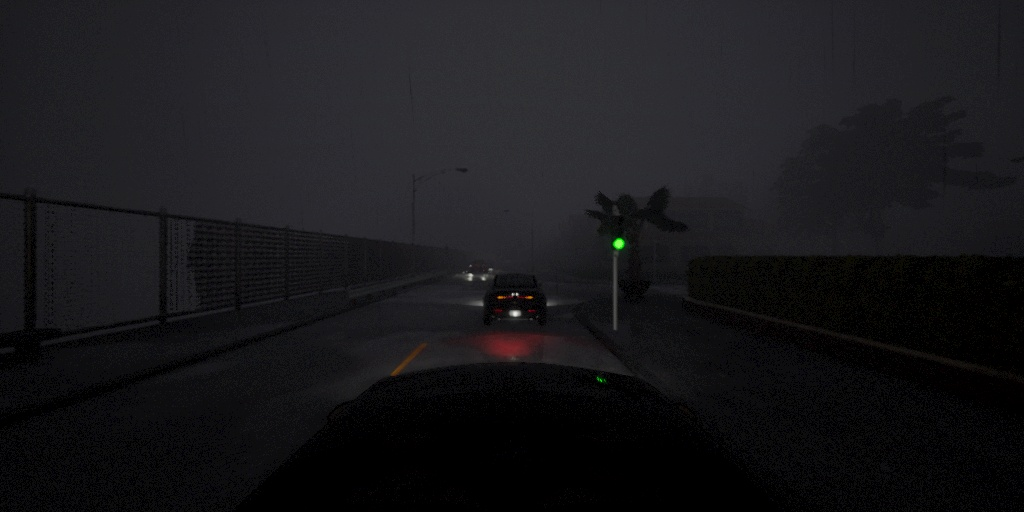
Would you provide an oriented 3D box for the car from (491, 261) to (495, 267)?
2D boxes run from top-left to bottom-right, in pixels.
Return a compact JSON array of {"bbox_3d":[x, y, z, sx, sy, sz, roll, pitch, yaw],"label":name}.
[{"bbox_3d":[-4.047,1.417,61.852,2.128,1.511,4.902,0,0,1],"label":"car"}]

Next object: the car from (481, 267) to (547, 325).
[{"bbox_3d":[0.092,1.285,11.932,1.837,1.490,4.892,0,0,0],"label":"car"}]

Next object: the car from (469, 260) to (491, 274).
[{"bbox_3d":[-4.095,1.226,44.229,2.097,1.767,4.553,0,0,0],"label":"car"}]
